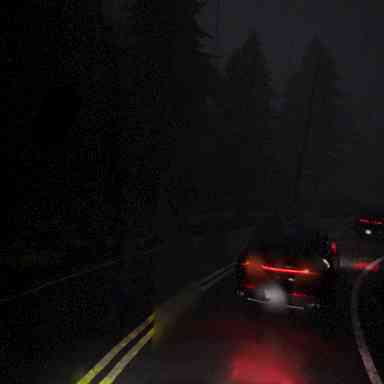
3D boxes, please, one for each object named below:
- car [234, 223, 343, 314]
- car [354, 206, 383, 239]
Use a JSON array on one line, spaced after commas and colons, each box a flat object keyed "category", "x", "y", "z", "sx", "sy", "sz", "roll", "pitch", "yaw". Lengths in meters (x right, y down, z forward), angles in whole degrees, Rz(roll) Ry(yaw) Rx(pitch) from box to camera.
[{"category": "car", "x": 2.426, "y": 1.501, "z": 7.857, "sx": 1.837, "sy": 1.490, "sz": 4.892, "roll": 2, "pitch": 1, "yaw": 25}, {"category": "car", "x": 9.477, "y": 1.405, "z": 15.353, "sx": 4.892, "sy": 1.490, "sz": 1.837, "roll": -1, "pitch": 5, "yaw": -33}]
